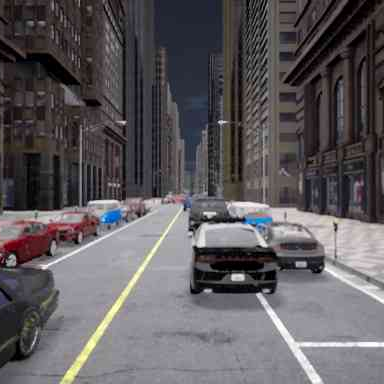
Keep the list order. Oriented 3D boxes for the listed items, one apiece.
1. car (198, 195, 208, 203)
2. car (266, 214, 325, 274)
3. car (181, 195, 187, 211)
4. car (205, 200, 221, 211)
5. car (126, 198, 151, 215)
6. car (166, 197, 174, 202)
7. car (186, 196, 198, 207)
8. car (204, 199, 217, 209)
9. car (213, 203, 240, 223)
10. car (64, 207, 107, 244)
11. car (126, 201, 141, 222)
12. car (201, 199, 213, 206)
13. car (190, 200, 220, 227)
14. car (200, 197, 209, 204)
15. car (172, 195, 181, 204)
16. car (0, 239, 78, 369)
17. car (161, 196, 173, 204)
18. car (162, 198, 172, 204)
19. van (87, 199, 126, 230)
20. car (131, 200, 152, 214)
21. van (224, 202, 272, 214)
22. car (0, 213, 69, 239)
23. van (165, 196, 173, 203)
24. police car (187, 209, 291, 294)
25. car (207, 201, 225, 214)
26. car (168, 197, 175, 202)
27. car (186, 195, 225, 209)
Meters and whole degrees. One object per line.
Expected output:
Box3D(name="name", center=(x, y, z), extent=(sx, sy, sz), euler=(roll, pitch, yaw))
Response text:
Box3D(name="car", center=(2.695, 1.790, 83.627), extent=(2.192, 1.841, 5.009), euler=(0, 0, 0))
Box3D(name="car", center=(2.754, 1.607, 10.583), extent=(2.008, 1.369, 4.403), euler=(0, 0, 0))
Box3D(name="car", center=(-0.025, 1.463, 44.323), extent=(2.150, 2.045, 5.566), euler=(0, 0, 0))
Box3D(name="car", center=(2.727, 1.823, 44.295), extent=(1.802, 1.307, 4.206), euler=(0, 0, 0))
Box3D(name="car", center=(-5.789, 1.494, 33.040), extent=(2.192, 1.841, 5.009), euler=(0, 0, 0))
Box3D(name="car", center=(-5.835, 2.054, 89.221), extent=(1.887, 1.381, 4.507), euler=(0, 0, 0))
Box3D(name="car", center=(-0.047, 1.677, 58.591), extent=(2.097, 1.767, 4.553), euler=(0, 0, 0))
Box3D(name="car", center=(2.722, 1.799, 50.084), extent=(1.752, 1.417, 4.829), euler=(0, 0, 0))
Box3D(name="car", center=(2.741, 1.675, 27.610), extent=(1.752, 1.417, 4.829), euler=(0, 0, 0))
Box3D(name="car", center=(-5.775, 1.632, 16.184), extent=(1.887, 1.381, 4.507), euler=(0, 0, 0))
Box3D(name="car", center=(-5.784, 1.699, 27.420), extent=(2.008, 1.369, 4.403), euler=(0, 0, 0))
Box3D(name="car", center=(2.713, 1.906, 61.152), extent=(1.947, 1.339, 4.313), euler=(0, 0, 0))
Box3D(name="car", center=(0.879, 1.486, 24.920), extent=(2.097, 1.767, 4.553), euler=(0, 0, 0))
Box3D(name="car", center=(2.704, 1.847, 72.390), extent=(1.967, 1.590, 4.097), euler=(0, 0, 0))
Box3D(name="car", center=(-3.059, 1.632, 72.955), extent=(2.150, 2.045, 5.566), euler=(0, 0, 0))
Box3D(name="car", center=(-3.103, 1.565, 3.248), extent=(2.033, 1.411, 5.357), euler=(0, 0, 0))
Box3D(name="car", center=(-5.821, 1.989, 72.367), extent=(1.802, 1.307, 4.206), euler=(0, 0, 0))
Box3D(name="car", center=(-5.826, 2.007, 77.985), extent=(1.947, 1.339, 4.313), euler=(0, 0, 0))
Box3D(name="van", center=(-5.780, 1.459, 21.803), extent=(1.690, 1.788, 3.998), euler=(0, 0, 0))
Box3D(name="car", center=(-5.793, 1.734, 38.488), extent=(1.752, 1.417, 4.829), euler=(0, 0, 0))
Box3D(name="van", center=(2.750, 1.428, 16.203), extent=(1.690, 1.788, 3.998), euler=(0, 0, 0))
Box3D(name="car", center=(-5.771, 1.602, 10.565), extent=(1.887, 1.381, 4.507), euler=(0, 0, 0))
Box3D(name="van", center=(-5.830, 1.816, 83.605), extent=(1.690, 1.788, 3.998), euler=(0, 0, 0))
Box3D(name="police car", center=(0.893, 1.474, 9.060), extent=(1.930, 1.638, 5.238), euler=(0, 0, 0))
Box3D(name="car", center=(2.732, 1.792, 38.677), extent=(1.802, 1.307, 4.206), euler=(0, 0, 0))
Box3D(name="car", center=(-5.839, 2.110, 94.840), extent=(1.947, 1.339, 4.313), euler=(0, 0, 0))
Box3D(name="car", center=(0.885, 1.326, 18.981), extent=(2.150, 2.045, 5.566), euler=(0, 0, 0))
